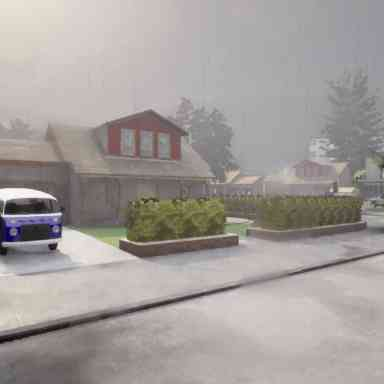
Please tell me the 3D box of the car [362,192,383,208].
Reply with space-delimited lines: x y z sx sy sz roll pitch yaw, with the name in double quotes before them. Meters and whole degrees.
"car" 22.993 0.985 40.726 3.866 1.878 1.905 0 0 -1
